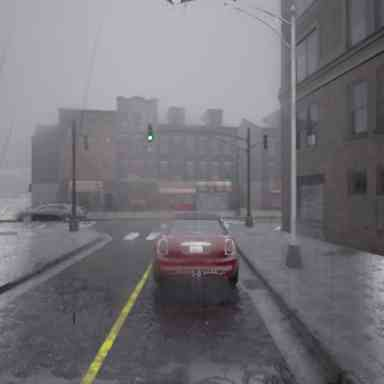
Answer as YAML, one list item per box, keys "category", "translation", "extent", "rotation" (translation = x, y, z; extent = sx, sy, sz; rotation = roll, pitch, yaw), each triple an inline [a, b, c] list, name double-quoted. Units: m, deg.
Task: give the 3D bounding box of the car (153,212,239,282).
- category: "car"
  translation: [0.100, 1.367, 9.941]
  extent: [2.097, 1.767, 4.553]
  rotation: [0, 0, 0]

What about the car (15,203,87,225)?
- category: "car"
  translation: [-10.129, 1.554, 24.109]
  extent: [4.902, 1.511, 2.128]
  rotation: [0, -1, -1]
